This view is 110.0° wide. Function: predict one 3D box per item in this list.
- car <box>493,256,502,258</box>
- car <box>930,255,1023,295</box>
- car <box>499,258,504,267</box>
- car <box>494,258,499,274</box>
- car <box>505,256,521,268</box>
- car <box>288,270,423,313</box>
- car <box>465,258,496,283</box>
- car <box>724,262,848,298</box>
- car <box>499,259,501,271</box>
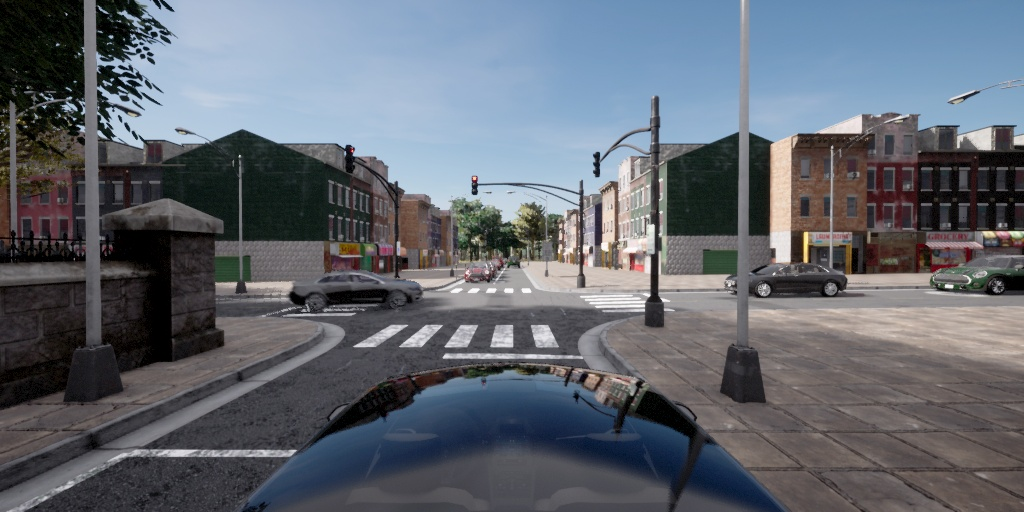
[{"bbox_3d":[-2.817,1.259,60.919,1.801,1.575,5.366,0,0,0],"label":"car"},{"bbox_3d":[22.104,0.763,16.285,4.553,1.767,2.097,-1,1,0],"label":"car"},{"bbox_3d":[-2.470,1.329,49.847,1.888,1.381,4.507,0,0,0],"label":"car"},{"bbox_3d":[-2.529,1.203,33.543,1.967,1.591,4.097,0,0,0],"label":"car"},{"bbox_3d":[0.313,1.025,62.052,2.150,2.045,5.566,0,0,0],"label":"car"},{"bbox_3d":[-6.101,1.322,14.344,4.902,1.511,2.128,-1,1,-14],"label":"car"},{"bbox_3d":[-2.548,1.199,28.109,1.967,1.591,4.097,0,0,0],"label":"car"},{"bbox_3d":[12.326,1.046,16.323,4.892,1.490,1.837,-1,1,0],"label":"car"},{"bbox_3d":[-2.509,1.335,38.978,1.948,1.339,4.313,0,0,0],"label":"car"}]
